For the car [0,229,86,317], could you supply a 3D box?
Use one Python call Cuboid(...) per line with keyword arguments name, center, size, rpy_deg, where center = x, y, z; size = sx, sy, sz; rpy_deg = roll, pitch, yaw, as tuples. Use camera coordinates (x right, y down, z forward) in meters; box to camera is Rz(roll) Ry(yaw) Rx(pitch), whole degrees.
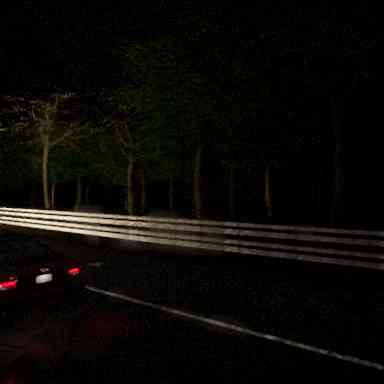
Cuboid(name="car", center=(-4.569, 1.552, 7.317), size=(5.357, 1.411, 2.033), rpy_deg=(0, 0, 37))
